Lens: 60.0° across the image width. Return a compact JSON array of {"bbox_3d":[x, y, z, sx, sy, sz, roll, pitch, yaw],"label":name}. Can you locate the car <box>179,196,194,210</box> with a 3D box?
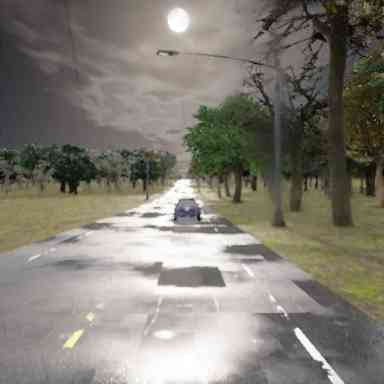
[{"bbox_3d":[-0.717,1.328,42.671,1.882,1.535,5.008,0,1,-1],"label":"car"}]

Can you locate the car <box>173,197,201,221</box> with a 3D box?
[{"bbox_3d":[-0.407,1.286,27.049,2.097,1.767,4.553,0,0,-1],"label":"car"}]
